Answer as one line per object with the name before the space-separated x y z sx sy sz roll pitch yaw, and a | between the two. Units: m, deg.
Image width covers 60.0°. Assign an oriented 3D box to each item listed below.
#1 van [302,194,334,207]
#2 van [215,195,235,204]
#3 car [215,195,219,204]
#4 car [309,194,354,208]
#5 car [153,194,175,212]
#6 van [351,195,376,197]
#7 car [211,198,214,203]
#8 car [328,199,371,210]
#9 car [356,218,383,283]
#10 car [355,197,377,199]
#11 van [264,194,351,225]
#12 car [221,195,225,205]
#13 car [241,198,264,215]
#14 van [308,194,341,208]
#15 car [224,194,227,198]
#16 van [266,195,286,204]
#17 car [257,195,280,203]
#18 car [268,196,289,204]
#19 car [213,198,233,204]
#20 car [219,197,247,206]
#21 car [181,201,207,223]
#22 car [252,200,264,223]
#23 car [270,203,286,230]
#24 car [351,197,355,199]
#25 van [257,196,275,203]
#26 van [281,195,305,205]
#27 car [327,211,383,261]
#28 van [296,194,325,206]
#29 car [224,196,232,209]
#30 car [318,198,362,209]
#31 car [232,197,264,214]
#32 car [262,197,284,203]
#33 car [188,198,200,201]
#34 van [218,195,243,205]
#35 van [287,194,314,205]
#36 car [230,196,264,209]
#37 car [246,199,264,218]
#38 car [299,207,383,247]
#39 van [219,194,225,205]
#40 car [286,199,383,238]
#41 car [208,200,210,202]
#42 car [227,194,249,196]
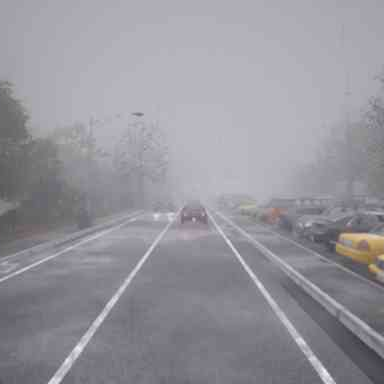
van | 20.434 1.370 53.968 4.442 1.987 1.878 0 0 0
van | 7.500 1.741 76.387 4.442 1.987 1.878 0 -1 0
car | 7.286 1.359 56.974 5.566 2.045 2.435 0 0 0
car | 20.255 1.328 48.553 5.566 2.045 2.435 0 0 0
car | -3.232 1.277 39.143 2.150 2.045 5.566 0 0 0
van | 20.346 1.328 40.243 4.442 1.987 1.878 0 0 0
car | 7.371 1.914 73.607 5.008 1.535 2.097 0 -1 0
car | 20.244 1.602 42.887 4.674 1.452 2.002 0 0 0
car | 6.749 1.492 7.135 5.366 1.575 1.946 0 0 0
car | 20.187 1.536 34.577 5.008 1.535 2.097 0 0 0
van | 7.140 1.273 20.884 4.442 1.987 1.878 0 0 0
car | 7.198 1.584 48.645 5.008 1.535 2.097 0 0 0
car | 7.049 1.554 29.212 4.792 1.488 2.163 0 0 0
van | 20.418 1.362 51.323 4.442 1.987 1.878 0 0 0
car | 7.154 1.450 45.869 4.553 1.767 2.185 0 0 0
van | 20.614 1.838 81.649 4.442 1.987 1.878 0 -1 0
car | 20.579 1.980 89.955 5.566 2.045 2.435 0 -1 0
car | 20.448 1.886 78.879 4.553 1.767 2.185 0 -1 0
car | 7.404 2.060 79.158 4.674 1.452 2.002 0 -1 0
car | 7.305 1.677 59.722 4.792 1.488 2.163 0 -1 0
car | 0.150 1.621 25.300 1.895 1.301 4.718 0 0 0
car | 7.013 1.537 23.660 4.792 1.488 2.163 0 0 0
car | 7.035 1.520 18.107 4.792 1.488 2.163 0 0 0
car | 20.214 1.585 37.472 4.674 1.452 2.002 0 0 0
van | 20.688 2.078 92.845 4.442 1.987 1.878 0 -1 0
van | 20.525 1.573 67.800 4.442 1.987 1.878 0 -1 0
car | 7.137 1.483 9.786 5.366 1.575 1.946 0 0 0
van | 20.220 1.379 56.872 4.442 1.987 1.878 0 -1 0
car | 6.964 1.556 40.317 5.366 1.575 1.946 0 0 0
car | 20.259 1.570 45.658 5.008 1.535 2.097 0 0 0
car | 6.910 1.530 31.989 5.366 1.575 1.946 0 0 0
car | 20.509 2.118 84.415 4.892 1.521 2.231 0 -1 0
car | 0.225 1.561 42.124 2.128 1.511 4.902 0 0 0
van | 7.177 1.475 62.510 4.442 1.987 1.878 0 -1 0
van | 20.255 1.467 62.263 4.442 1.987 1.878 0 -1 0
car | 7.125 1.551 37.540 4.892 1.521 2.231 0 0 0
car | 7.030 1.546 26.436 4.792 1.488 2.163 0 0 0
car | 6.964 1.483 12.554 4.892 1.521 2.231 0 0 0
van | 7.123 1.376 54.198 4.442 1.987 1.878 0 0 0
car | 7.019 1.359 15.334 4.553 1.767 2.185 0 0 0
car | 7.409 1.876 84.715 5.566 2.045 2.435 0 -1 0
car | 7.136 1.442 43.093 4.553 1.767 2.185 0 0 0
